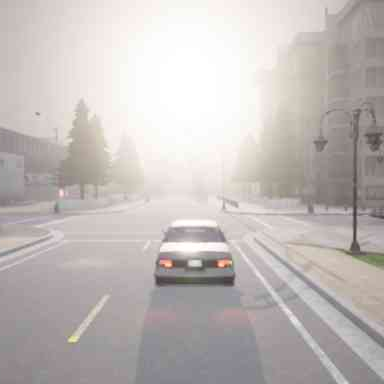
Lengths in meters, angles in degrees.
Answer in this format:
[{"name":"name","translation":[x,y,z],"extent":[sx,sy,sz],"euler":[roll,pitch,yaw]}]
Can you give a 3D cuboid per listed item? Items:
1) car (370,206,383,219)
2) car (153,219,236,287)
[{"name":"car","translation":[14.493,1.286,21.354],"extent":[5.357,1.411,2.033],"euler":[0,1,3]},{"name":"car","translation":[0.061,1.442,9.127],"extent":[2.033,1.411,5.357],"euler":[0,1,0]}]
